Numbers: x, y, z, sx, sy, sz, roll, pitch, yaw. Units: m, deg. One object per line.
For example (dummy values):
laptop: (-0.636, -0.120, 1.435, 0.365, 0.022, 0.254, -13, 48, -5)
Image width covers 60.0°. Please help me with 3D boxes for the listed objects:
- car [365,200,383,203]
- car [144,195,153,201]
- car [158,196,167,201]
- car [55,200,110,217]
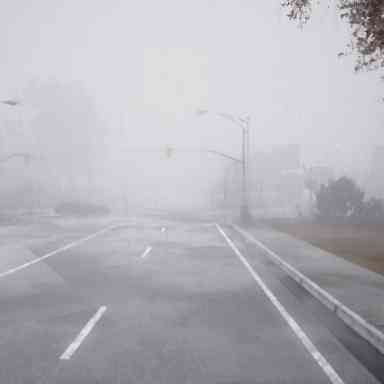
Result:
car: (19.200, 1.548, 33.206, 4.902, 1.511, 2.128, 0, 0, -3)
car: (-10.850, 1.554, 82.856, 1.812, 1.442, 4.674, 0, 0, -2)
car: (-7.358, 1.582, 83.100, 1.994, 1.385, 4.181, 0, 0, -2)
car: (-10.317, 1.529, 31.531, 5.008, 1.535, 1.882, 0, 0, -3)
